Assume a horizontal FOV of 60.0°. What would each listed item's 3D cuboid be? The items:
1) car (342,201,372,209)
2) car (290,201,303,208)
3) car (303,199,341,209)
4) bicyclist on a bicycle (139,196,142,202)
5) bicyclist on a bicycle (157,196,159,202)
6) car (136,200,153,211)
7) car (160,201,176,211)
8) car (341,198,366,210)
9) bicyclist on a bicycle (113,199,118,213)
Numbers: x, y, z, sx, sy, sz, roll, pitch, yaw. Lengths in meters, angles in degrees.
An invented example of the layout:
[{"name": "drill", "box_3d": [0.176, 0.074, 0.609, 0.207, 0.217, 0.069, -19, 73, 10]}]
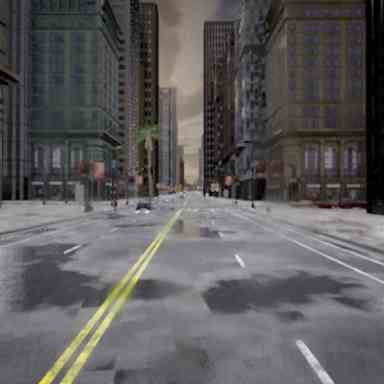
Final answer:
[{"name": "car", "box_3d": [30.524, 2.328, 61.627, 4.403, 1.369, 2.008, 1, -1, 0]}, {"name": "car", "box_3d": [20.583, 2.167, 61.649, 4.829, 1.417, 1.752, 1, -1, 0]}, {"name": "car", "box_3d": [20.724, 2.119, 53.121, 4.507, 1.381, 1.887, 1, -1, 0]}, {"name": "bicyclist on a bicycle", "box_3d": [-10.612, 1.651, 68.559, 0.866, 1.612, 1.509, 4, 1, -30]}, {"name": "bicyclist on a bicycle", "box_3d": [-8.884, 1.878, 86.517, 0.582, 1.620, 1.656, 0, 0, -1]}, {"name": "car", "box_3d": [-6.510, 1.800, 46.316, 2.033, 1.411, 5.357, 0, 0, 0]}, {"name": "car", "box_3d": [-3.265, 1.850, 45.698, 1.895, 1.301, 4.718, 0, 0, 0]}, {"name": "car", "box_3d": [25.815, 1.958, 53.109, 5.009, 1.841, 2.192, 1, -1, 0]}, {"name": "bicyclist on a bicycle", "box_3d": [-8.878, 1.667, 38.520, 0.582, 1.620, 1.656, 0, 0, -1]}]
